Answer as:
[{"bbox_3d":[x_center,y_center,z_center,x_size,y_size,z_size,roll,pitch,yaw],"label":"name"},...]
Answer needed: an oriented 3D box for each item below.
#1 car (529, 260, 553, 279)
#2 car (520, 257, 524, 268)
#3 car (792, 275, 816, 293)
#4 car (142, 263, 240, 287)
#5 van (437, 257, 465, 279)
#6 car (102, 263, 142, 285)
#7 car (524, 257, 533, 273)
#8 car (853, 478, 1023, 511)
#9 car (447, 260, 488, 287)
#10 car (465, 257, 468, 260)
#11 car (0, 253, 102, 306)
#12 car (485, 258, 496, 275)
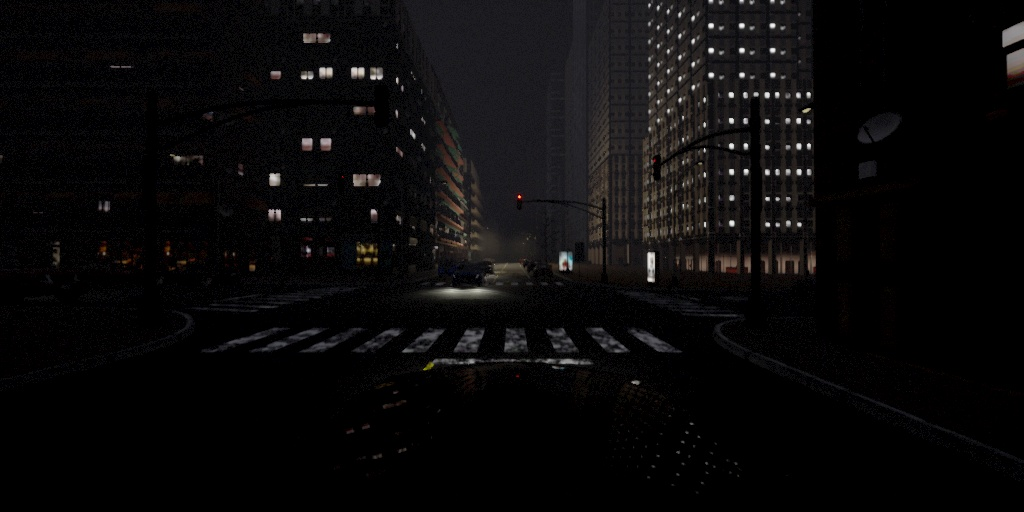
[{"bbox_3d":[2.766,1.325,32.507,1.802,1.307,4.207,0,0,0],"label":"car"},{"bbox_3d":[2.831,1.186,60.145,1.967,1.591,4.097,0,0,0],"label":"car"},{"bbox_3d":[19.441,1.632,21.698,4.403,1.370,2.007,0,0,0],"label":"car"},{"bbox_3d":[-18.747,1.092,21.385,4.313,1.339,1.948,0,0,0],"label":"car"},{"bbox_3d":[-5.616,1.084,32.528,1.690,1.789,3.998,0,0,0],"label":"van"},{"bbox_3d":[-24.317,1.028,21.359,4.207,1.307,1.802,0,0,0],"label":"car"},{"bbox_3d":[2.792,1.183,43.563,1.967,1.591,4.097,0,0,0],"label":"car"},{"bbox_3d":[2.688,1.316,0.102,1.948,1.339,4.313,0,0,0],"label":"car"},{"bbox_3d":[-2.945,1.232,24.993,1.882,1.535,5.008,0,0,0],"label":"car"},{"bbox_3d":[-5.602,1.058,38.056,2.192,1.841,5.009,0,0,0],"label":"car"},{"bbox_3d":[-18.745,0.777,13.005,5.009,1.841,2.192,0,0,0],"label":"car"},{"bbox_3d":[-2.912,1.283,38.161,1.837,1.490,4.892,0,0,0],"label":"car"}]
